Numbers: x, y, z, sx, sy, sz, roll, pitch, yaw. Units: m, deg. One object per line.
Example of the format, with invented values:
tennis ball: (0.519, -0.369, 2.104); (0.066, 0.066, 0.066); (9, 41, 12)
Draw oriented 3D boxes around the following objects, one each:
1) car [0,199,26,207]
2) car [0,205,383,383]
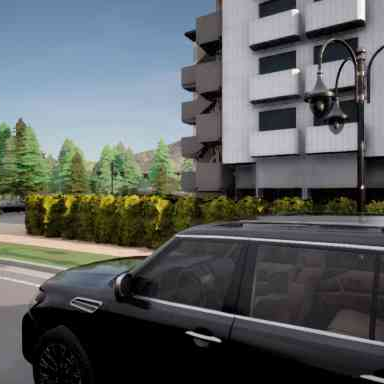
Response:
car: (-18.192, 1.491, 33.490); (2.128, 1.511, 4.902); (0, 0, 33)
car: (0.743, 1.221, 3.139); (5.566, 2.045, 2.150); (0, 0, 34)
